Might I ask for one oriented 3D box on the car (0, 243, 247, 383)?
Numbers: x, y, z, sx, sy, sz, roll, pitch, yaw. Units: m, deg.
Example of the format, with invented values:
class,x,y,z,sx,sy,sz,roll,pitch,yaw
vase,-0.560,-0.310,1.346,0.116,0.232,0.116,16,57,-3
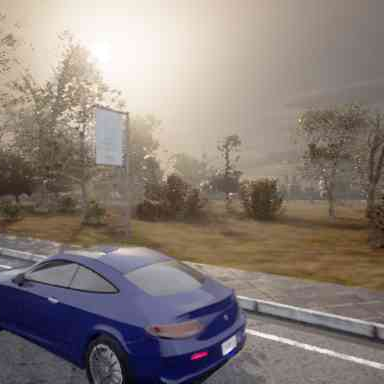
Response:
class,x,y,z,sx,sy,sz,roll,pitch,yaw
car,-1.457,1.526,5.033,4.674,1.442,1.812,0,0,35
